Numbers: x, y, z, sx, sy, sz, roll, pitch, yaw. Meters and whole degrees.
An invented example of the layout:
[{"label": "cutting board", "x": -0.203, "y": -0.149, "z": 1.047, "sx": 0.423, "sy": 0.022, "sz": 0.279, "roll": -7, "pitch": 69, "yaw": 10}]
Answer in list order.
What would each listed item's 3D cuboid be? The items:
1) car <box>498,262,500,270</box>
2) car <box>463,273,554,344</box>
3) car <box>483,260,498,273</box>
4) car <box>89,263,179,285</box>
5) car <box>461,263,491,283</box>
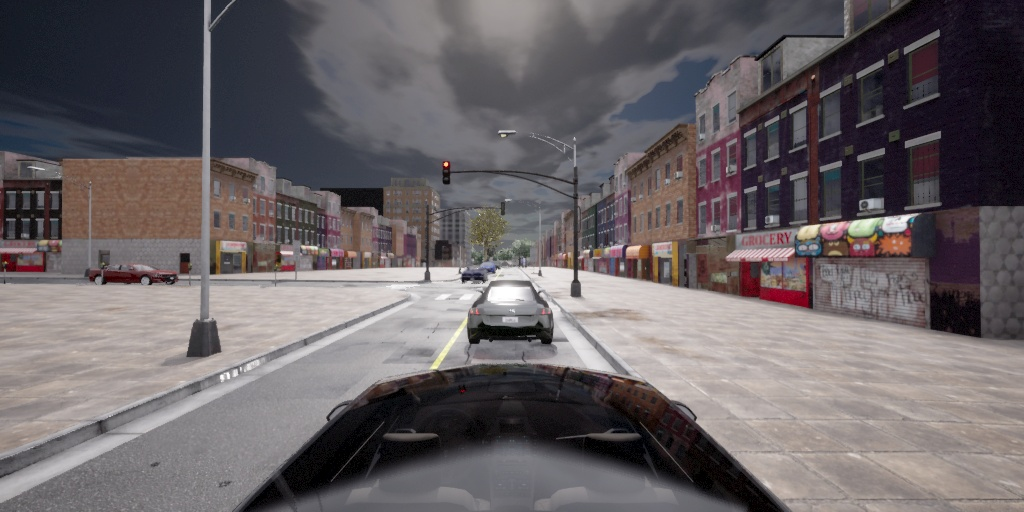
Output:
[{"label": "car", "x": -3.154, "y": 1.536, "z": 62.702, "sx": 2.097, "sy": 1.767, "sz": 4.553, "roll": 0, "pitch": -1, "yaw": 0}, {"label": "car", "x": -0.036, "y": 1.325, "z": 9.612, "sx": 1.994, "sy": 1.385, "sz": 4.181, "roll": 0, "pitch": 0, "yaw": 0}, {"label": "car", "x": -3.092, "y": 1.491, "z": 45.775, "sx": 1.882, "sy": 1.535, "sz": 5.008, "roll": 0, "pitch": -1, "yaw": 0}, {"label": "car", "x": -23.352, "y": 1.118, "z": 22.232, "sx": 4.507, "sy": 1.381, "sz": 1.888, "roll": 0, "pitch": 0, "yaw": 0}, {"label": "car", "x": -2.997, "y": 1.463, "z": 29.138, "sx": 1.895, "sy": 1.301, "sz": 4.718, "roll": 0, "pitch": -1, "yaw": 0}]
